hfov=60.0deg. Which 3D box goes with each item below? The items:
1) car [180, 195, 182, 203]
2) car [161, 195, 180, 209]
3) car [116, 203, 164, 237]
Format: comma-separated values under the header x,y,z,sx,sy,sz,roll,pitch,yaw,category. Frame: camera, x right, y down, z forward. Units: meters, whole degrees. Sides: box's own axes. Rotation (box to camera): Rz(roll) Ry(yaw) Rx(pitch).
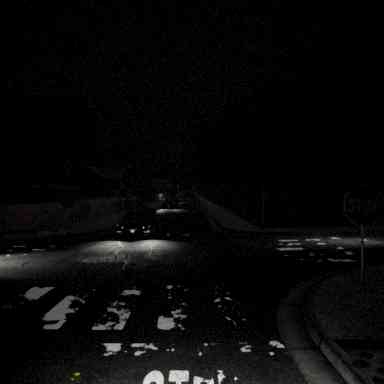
x,y,z,sx,sy,sz,roll,pitch,yaw,category
-2.949,1.364,68.331,1.882,1.535,5.008,0,0,0,car
-2.877,1.531,43.832,1.837,1.490,4.892,0,1,0,car
-2.801,1.566,18.057,1.837,1.490,4.892,0,0,0,car
